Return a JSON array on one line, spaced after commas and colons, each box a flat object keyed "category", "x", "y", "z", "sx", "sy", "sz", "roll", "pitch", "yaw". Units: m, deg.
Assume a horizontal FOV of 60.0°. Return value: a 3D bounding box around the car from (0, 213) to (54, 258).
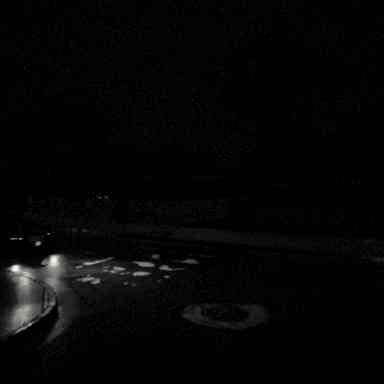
[{"category": "car", "x": -7.725, "y": 1.657, "z": 13.863, "sx": 4.902, "sy": 1.511, "sz": 2.128, "roll": 0, "pitch": 3, "yaw": 36}]
